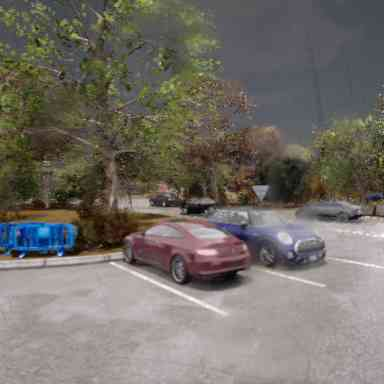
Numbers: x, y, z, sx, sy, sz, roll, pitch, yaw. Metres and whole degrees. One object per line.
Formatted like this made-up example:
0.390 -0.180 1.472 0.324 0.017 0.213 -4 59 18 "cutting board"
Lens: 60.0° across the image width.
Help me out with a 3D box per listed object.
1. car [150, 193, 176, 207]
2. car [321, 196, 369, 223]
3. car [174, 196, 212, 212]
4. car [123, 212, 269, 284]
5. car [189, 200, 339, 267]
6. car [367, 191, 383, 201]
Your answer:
-3.269 0.925 39.366 1.837 1.490 4.892 -4 3 -36 "car"
9.224 1.211 22.540 1.994 1.385 4.181 -4 3 -44 "car"
0.899 1.225 28.134 2.128 1.511 4.902 -4 3 -35 "car"
-0.346 1.488 9.531 2.002 1.452 4.674 0 0 -35 "car"
2.209 1.305 11.408 2.185 1.767 4.553 0 0 -35 "car"
30.510 0.687 53.541 2.097 1.767 4.553 -4 3 -35 "car"
